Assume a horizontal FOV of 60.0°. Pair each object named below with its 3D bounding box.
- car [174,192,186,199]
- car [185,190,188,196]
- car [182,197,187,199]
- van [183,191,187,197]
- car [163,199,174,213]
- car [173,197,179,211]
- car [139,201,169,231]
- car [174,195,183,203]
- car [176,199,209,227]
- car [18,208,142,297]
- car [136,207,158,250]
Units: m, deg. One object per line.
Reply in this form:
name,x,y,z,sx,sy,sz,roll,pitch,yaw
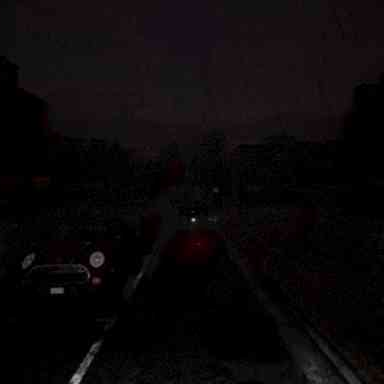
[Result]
car,-2.697,1.378,62.539,1.967,1.590,4.097,-2,0,0
car,-2.710,1.171,90.239,2.192,1.841,5.009,-1,0,0
car,0.110,1.526,36.955,1.895,1.301,4.718,0,0,1
van,-2.706,1.229,84.695,1.690,1.788,3.998,-1,0,0
car,-2.673,1.487,24.868,2.008,1.369,4.403,-2,0,0
car,-2.678,1.508,35.762,1.802,1.307,4.206,-2,0,0
car,-2.669,1.495,19.419,2.008,1.369,4.403,-2,0,0
car,-2.697,1.464,67.907,1.752,1.417,4.829,-2,0,0
car,0.088,1.442,22.394,1.837,1.490,4.892,0,0,0
car,-2.666,1.410,8.524,1.967,1.590,4.097,-2,0,0
car,-2.663,1.538,13.967,1.802,1.307,4.206,-1,0,0
